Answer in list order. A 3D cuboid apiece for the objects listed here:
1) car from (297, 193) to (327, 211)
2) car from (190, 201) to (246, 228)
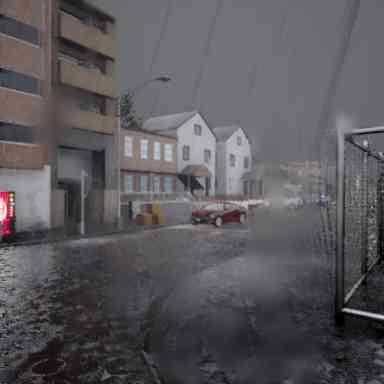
[{"bbox_3d":[14.201,1.137,39.192,2.150,2.045,5.566,1,0,36],"label":"car"},{"bbox_3d":[1.809,1.389,22.000,1.882,1.535,5.008,1,0,36],"label":"car"}]
